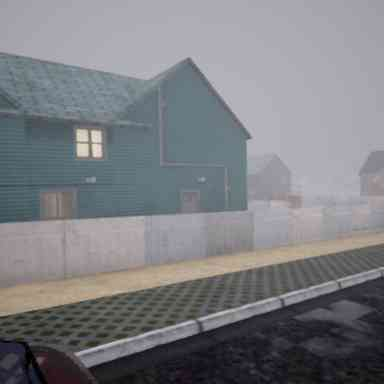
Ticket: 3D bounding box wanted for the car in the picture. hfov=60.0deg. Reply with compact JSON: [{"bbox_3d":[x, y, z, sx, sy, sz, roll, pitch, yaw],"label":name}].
[{"bbox_3d":[-2.377,1.567,1.370,4.181,1.385,1.994,0,0,-35],"label":"car"}]
